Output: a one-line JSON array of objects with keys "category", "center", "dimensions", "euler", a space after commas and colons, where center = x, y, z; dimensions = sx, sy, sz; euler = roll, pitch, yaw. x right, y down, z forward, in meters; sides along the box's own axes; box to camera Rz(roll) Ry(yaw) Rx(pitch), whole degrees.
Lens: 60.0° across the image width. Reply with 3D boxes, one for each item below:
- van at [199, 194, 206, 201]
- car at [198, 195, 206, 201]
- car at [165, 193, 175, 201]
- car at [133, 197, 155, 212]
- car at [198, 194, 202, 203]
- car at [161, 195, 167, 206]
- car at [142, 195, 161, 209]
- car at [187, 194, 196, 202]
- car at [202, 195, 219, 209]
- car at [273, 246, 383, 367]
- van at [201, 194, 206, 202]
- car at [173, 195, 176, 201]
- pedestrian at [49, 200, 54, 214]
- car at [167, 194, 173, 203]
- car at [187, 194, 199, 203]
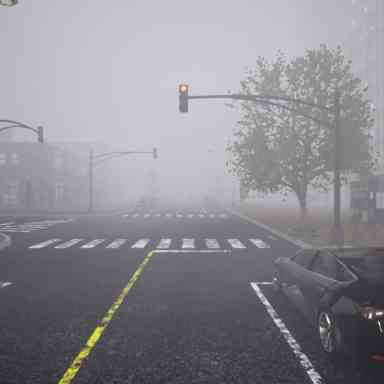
[{"category": "van", "center": [2.621, 1.349, 82.664], "dimensions": [1.690, 1.788, 3.998], "euler": [0, 0, 0]}, {"category": "car", "center": [2.614, 1.535, 88.385], "dimensions": [1.752, 1.417, 4.829], "euler": [0, 0, 0]}, {"category": "car", "center": [-5.766, 1.324, 88.205], "dimensions": [2.192, 1.841, 5.009], "euler": [0, 0, 0]}, {"category": "car", "center": [-5.721, 1.585, 38.246], "dimensions": [1.802, 1.307, 4.206], "euler": [0, 0, 0]}, {"category": "car", "center": [2.639, 1.556, 60.460], "dimensions": [2.008, 1.369, 4.403], "euler": [0, 0, 0]}, {"category": "car", "center": [-5.736, 1.555, 54.899], "dimensions": [2.008, 1.369, 4.403], "euler": [0, 0, 0]}, {"category": "car", "center": [-5.725, 1.318, 43.797], "dimensions": [2.192, 1.841, 5.009], "euler": [0, 0, 0]}, {"category": "car", "center": [-0.070, 1.363, 79.465], "dimensions": [2.097, 1.767, 4.553], "euler": [0, 0, 0]}, {"category": "car", "center": [2.654, 1.529, 43.977], "dimensions": [1.752, 1.417, 4.829], "euler": [0, 0, 0]}, {"category": "car", "center": [2.689, 1.566, 5.778], "dimensions": [1.947, 1.339, 4.313], "euler": [0, 0, 0]}, {"category": "van", "center": [2.650, 1.345, 49.359], "dimensions": [1.690, 1.788, 3.998], "euler": [0, 0, 0]}, {"category": "car", "center": [-5.761, 1.559, 82.654], "dimensions": [2.008, 1.369, 4.403], "euler": [0, 0, 0]}, {"category": "pedestrian", "center": [-12.776, 1.319, 30.243], "dimensions": [0.375, 1.300, 0.375], "euler": [0, -1, -1]}, {"category": "car", "center": [-5.751, 1.532, 71.382], "dimensions": [1.752, 1.417, 4.829], "euler": [0, 0, 0]}, {"category": "car", "center": [0.030, 1.570, 69.546], "dimensions": [1.994, 1.385, 4.181], "euler": [0, 0, 1]}]
